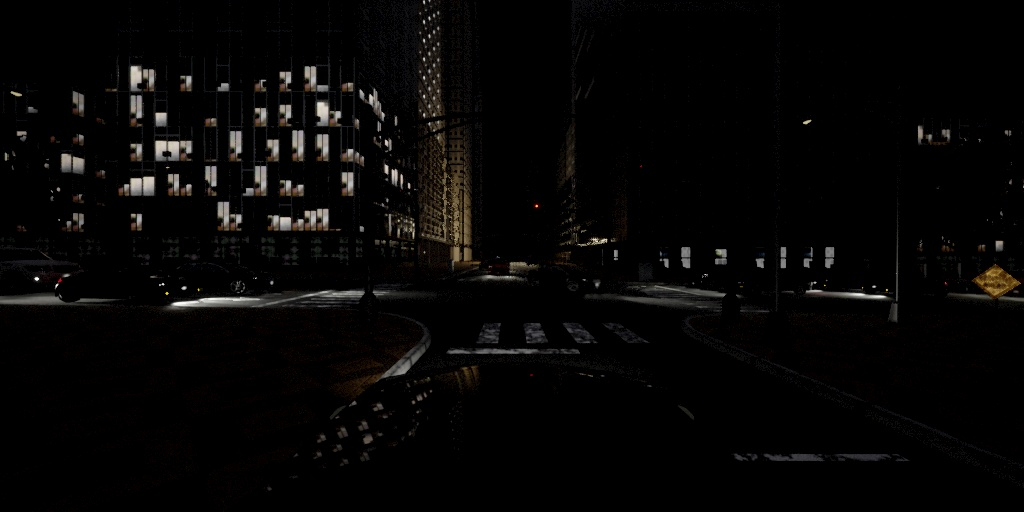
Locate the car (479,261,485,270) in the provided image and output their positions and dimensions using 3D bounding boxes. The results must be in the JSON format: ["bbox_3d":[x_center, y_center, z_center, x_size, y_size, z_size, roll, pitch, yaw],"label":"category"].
[{"bbox_3d":[-3.869,1.343,52.199,1.802,1.307,4.207,0,0,0],"label":"car"}]

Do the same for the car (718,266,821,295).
[{"bbox_3d":[15.862,1.564,22.244,4.892,1.490,1.837,1,0,-4],"label":"car"}]

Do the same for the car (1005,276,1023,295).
[{"bbox_3d":[34.493,1.745,23.032,4.553,1.767,2.097,1,0,-2],"label":"car"}]

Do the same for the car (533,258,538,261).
[{"bbox_3d":[4.067,1.329,46.681,1.948,1.339,4.313,0,0,0],"label":"car"}]

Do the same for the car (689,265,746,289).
[{"bbox_3d":[15.071,1.396,25.452,4.553,1.767,2.097,1,0,-3],"label":"car"}]

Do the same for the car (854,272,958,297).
[{"bbox_3d":[24.730,1.782,22.618,4.181,1.385,1.994,1,0,-3],"label":"car"}]

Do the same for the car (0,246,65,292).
[{"bbox_3d":[-24.081,0.553,17.051,5.566,2.045,2.150,1,0,-2],"label":"car"}]

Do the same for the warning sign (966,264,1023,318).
[{"bbox_3d":[17.309,1.204,12.837,1.060,1.860,1.300,0,0,-2],"label":"warning sign"}]

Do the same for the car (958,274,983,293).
[{"bbox_3d":[33.788,1.980,26.257,4.718,1.301,1.895,1,0,-2],"label":"car"}]

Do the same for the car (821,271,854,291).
[{"bbox_3d":[23.694,1.763,25.841,4.181,1.385,1.994,1,0,-5],"label":"car"}]

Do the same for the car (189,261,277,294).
[{"bbox_3d":[-14.241,1.004,17.486,4.902,1.511,2.128,1,0,-3],"label":"car"}]

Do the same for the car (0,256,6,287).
[{"bbox_3d":[-23.687,0.832,13.820,4.902,1.511,2.128,1,0,-3],"label":"car"}]

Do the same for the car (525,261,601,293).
[{"bbox_3d":[3.047,1.289,21.734,2.128,1.511,4.902,0,1,-43],"label":"car"}]

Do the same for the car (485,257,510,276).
[{"bbox_3d":[-1.387,1.118,37.946,2.097,1.767,4.553,0,0,0],"label":"car"}]

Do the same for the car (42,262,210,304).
[{"bbox_3d":[-15.040,1.063,14.191,4.181,1.385,1.994,1,0,-2],"label":"car"}]
